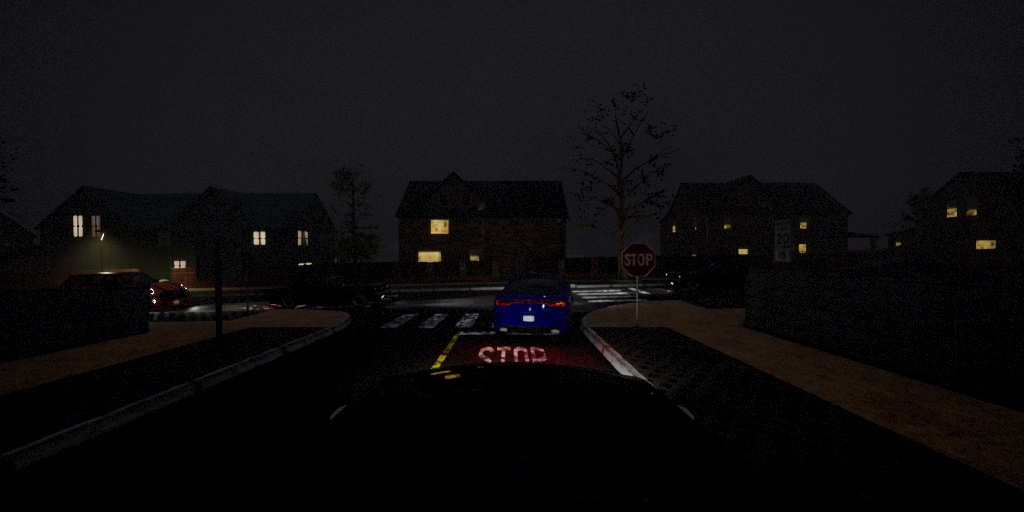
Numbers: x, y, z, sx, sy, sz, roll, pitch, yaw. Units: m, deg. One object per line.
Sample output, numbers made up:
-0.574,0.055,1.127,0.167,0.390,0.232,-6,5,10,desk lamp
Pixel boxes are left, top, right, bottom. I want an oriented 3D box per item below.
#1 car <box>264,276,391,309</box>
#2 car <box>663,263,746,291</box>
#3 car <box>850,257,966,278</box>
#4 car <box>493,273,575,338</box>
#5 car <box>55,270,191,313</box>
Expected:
-7.810,1.506,15.540,4.718,1.301,1.895,-1,1,0,car
10.412,1.035,18.465,4.718,1.301,1.895,-1,1,-1,car
20.057,0.754,18.501,5.357,1.411,2.033,-1,1,0,car
0.787,1.227,10.331,1.882,1.535,5.008,0,0,10,car
-16.798,1.471,15.533,4.553,1.767,2.097,-1,1,0,car
